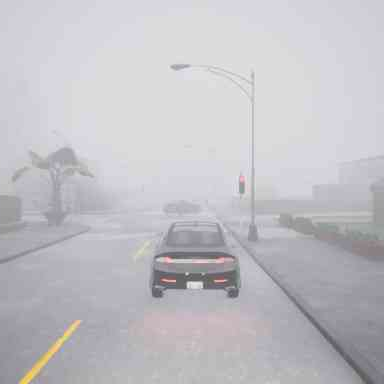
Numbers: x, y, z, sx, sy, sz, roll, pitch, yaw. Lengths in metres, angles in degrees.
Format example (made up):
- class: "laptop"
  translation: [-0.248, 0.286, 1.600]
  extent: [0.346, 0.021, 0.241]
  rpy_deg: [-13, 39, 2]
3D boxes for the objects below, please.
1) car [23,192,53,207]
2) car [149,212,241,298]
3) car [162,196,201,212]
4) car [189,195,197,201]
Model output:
- class: "car"
  translation: [-19.580, 0.986, 42.969]
  extent: [1.905, 1.878, 3.866]
  rpy_deg: [0, 0, 35]
- class: "car"
  translation: [0.086, 1.492, 8.505]
  extent: [2.128, 1.511, 4.902]
  rpy_deg: [0, 0, 1]
- class: "car"
  translation: [-0.922, 1.491, 32.452]
  extent: [2.128, 1.511, 4.902]
  rpy_deg: [1, 0, 31]
- class: "car"
  translation: [0.355, 1.541, 84.675]
  extent: [1.994, 1.385, 4.181]
  rpy_deg: [0, 0, 0]
